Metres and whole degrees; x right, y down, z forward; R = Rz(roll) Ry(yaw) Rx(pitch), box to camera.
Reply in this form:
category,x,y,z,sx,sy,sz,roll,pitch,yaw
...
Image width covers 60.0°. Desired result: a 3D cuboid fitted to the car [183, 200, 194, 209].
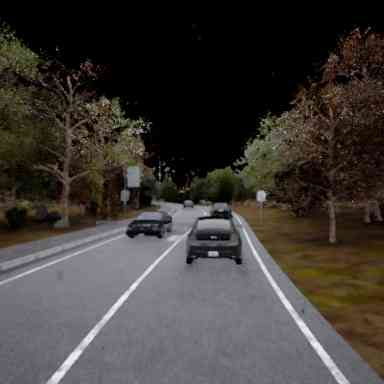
category,x,y,z,sx,sy,sz,roll,pitch,yaw
car,-0.627,2.222,59.548,1.837,1.490,4.892,1,-1,-5

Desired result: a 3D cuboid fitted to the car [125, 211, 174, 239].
category,x,y,z,sx,sy,sz,roll,pitch,yaw
car,-2.255,1.794,19.287,2.033,1.411,5.357,0,-1,6

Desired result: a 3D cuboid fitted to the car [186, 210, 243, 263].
category,x,y,z,sx,sy,sz,roll,pitch,yaw
car,0.852,1.651,12.533,1.837,1.490,4.892,0,-1,5

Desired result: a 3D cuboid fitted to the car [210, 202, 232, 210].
category,x,y,z,sx,sy,sz,roll,pitch,yaw
car,2.862,1.753,32.988,2.097,1.767,4.553,0,-1,5
